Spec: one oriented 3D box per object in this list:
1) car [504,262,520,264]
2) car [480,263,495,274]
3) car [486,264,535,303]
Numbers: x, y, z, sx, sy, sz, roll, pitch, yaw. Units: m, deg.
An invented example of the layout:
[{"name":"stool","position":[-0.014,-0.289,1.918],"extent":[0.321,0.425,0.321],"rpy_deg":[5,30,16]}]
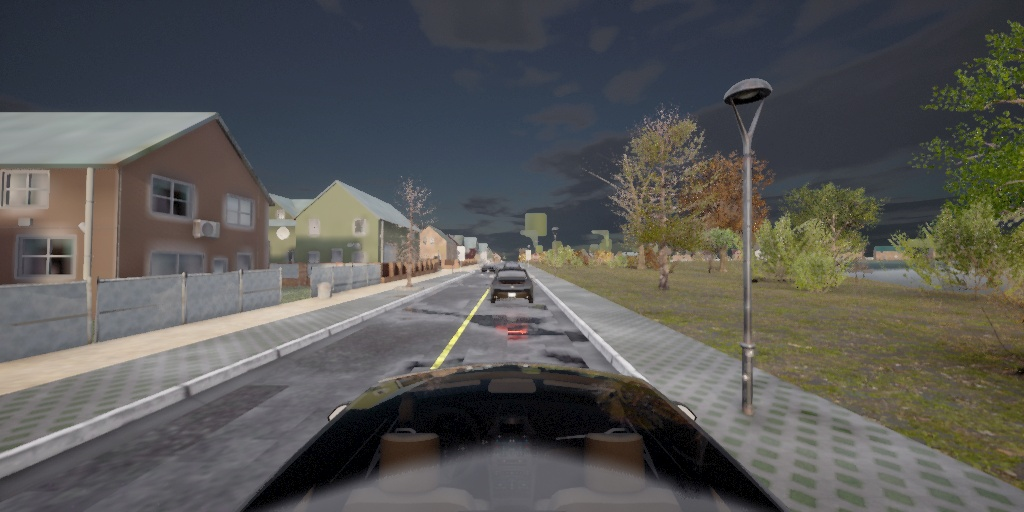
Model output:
[{"name":"car","position":[0.000,1.284,31.525],"extent":[2.128,1.511,4.902],"rpy_deg":[0,0,0]},{"name":"car","position":[-2.751,1.476,43.498],"extent":[1.895,1.301,4.718],"rpy_deg":[0,0,0]},{"name":"car","position":[0.000,1.278,16.519],"extent":[1.837,1.490,4.892],"rpy_deg":[0,0,0]}]
